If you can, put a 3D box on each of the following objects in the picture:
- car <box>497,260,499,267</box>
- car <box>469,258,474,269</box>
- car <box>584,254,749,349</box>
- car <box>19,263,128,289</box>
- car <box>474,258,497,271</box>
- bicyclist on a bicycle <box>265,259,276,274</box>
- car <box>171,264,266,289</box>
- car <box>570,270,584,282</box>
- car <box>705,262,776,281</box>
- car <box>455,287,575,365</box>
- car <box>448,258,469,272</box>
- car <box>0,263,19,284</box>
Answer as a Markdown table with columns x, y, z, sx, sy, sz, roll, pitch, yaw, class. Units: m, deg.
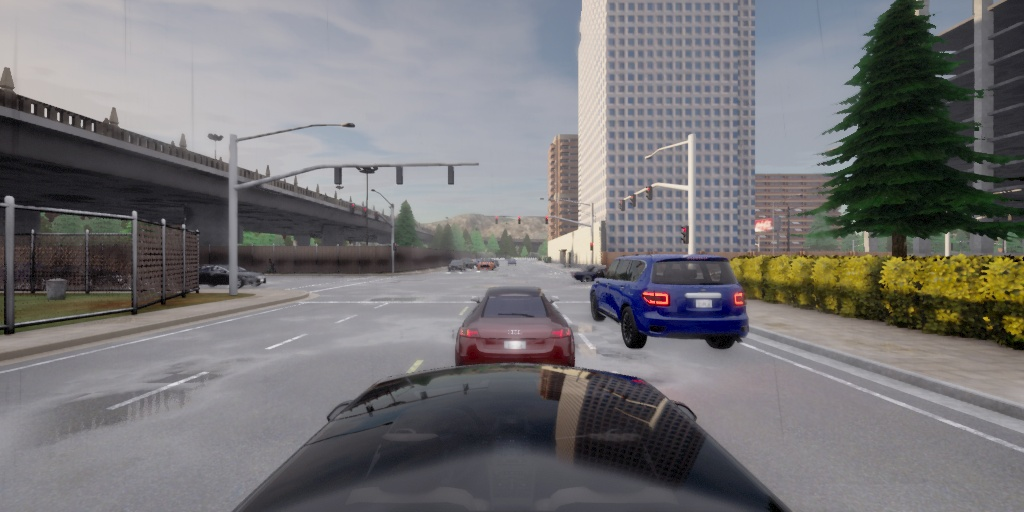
| x | y | z | sx | sy | sz | roll | pitch | yaw | class |
| --- | --- | --- | --- | --- | --- | --- | --- | --- | --- |
| -3.595 | 1.242 | 58.872 | 2.128 | 1.511 | 4.902 | 0 | 0 | 0 | car |
| -7.101 | 1.102 | 55.540 | 2.097 | 1.767 | 4.553 | 0 | 0 | 0 | car |
| 3.567 | 0.971 | 9.297 | 2.150 | 2.045 | 5.566 | 0 | 0 | 1 | car |
| -27.758 | 1.297 | 23.129 | 4.902 | 1.511 | 2.128 | 0 | 0 | 0 | car |
| -3.598 | 1.102 | 49.800 | 2.097 | 1.767 | 4.553 | 0 | 0 | 0 | car |
| -25.306 | 1.106 | 37.617 | 0.582 | 1.620 | 1.656 | 0 | 0 | 0 | bicyclist on a bicycle |
| -18.600 | 1.297 | 23.150 | 4.902 | 1.511 | 2.128 | 0 | 0 | 0 | car |
| 6.789 | 1.390 | 26.708 | 4.718 | 1.301 | 1.895 | 0 | 0 | 0 | car |
| 19.301 | 1.310 | 30.438 | 4.892 | 1.490 | 1.837 | 0 | 0 | 0 | car |
| 0.062 | 1.314 | 7.430 | 1.994 | 1.385 | 4.181 | 0 | 0 | 0 | car |
| -7.103 | 1.255 | 46.656 | 1.837 | 1.490 | 4.892 | 0 | 0 | 0 | car |
| -35.447 | 1.283 | 26.614 | 5.008 | 1.535 | 1.882 | 0 | 0 | 0 | car |
